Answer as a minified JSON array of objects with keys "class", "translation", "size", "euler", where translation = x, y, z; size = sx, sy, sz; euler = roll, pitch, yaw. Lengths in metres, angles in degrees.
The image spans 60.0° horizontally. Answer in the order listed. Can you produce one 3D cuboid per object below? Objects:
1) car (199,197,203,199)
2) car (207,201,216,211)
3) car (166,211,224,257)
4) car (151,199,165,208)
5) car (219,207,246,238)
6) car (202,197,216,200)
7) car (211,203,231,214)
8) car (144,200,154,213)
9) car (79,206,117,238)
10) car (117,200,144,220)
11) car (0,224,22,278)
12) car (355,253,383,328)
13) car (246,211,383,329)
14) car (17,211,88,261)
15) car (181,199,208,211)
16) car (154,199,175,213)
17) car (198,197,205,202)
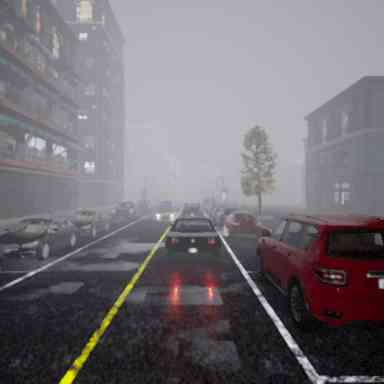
[{"class":"car","translation":[2.653,1.618,51.242],"size":[2.192,1.841,5.009],"euler":[0,0,0]},{"class":"car","translation":[2.670,1.714,29.082],"size":[2.008,1.369,4.403],"euler":[0,0,0]},{"class":"car","translation":[0.054,1.670,13.334],"size":[1.895,1.301,4.718],"euler":[0,0,0]},{"class":"car","translation":[-5.732,1.862,56.605],"size":[1.752,1.417,4.829],"euler":[0,0,0]},{"class":"car","translation":[2.679,1.677,18.005],"size":[1.802,1.307,4.206],"euler":[0,0,0]},{"class":"car","translation":[2.657,1.794,45.871],"size":[1.752,1.417,4.829],"euler":[0,0,0]},{"class":"car","translation":[2.674,1.694,23.544],"size":[1.947,1.339,4.313],"euler":[0,0,0]},{"class":"car","translation":[-5.719,1.673,40.156],"size":[1.967,1.590,4.097],"euler":[0,0,0]},{"class":"car","translation":[-5.702,1.646,17.998],"size":[2.008,1.369,4.403],"euler":[0,0,0]},{"class":"car","translation":[-5.711,1.603,29.077],"size":[1.967,1.590,4.097],"euler":[0,0,0]},{"class":"car","translation":[-5.693,1.601,6.922],"size":[1.947,1.339,4.313],"euler":[0,0,0]},{"class":"car","translation":[2.692,1.448,1.389],"size":[1.967,1.590,4.097],"euler":[0,0,0]},{"class":"car","translation":[2.688,1.350,6.930],"size":[2.192,1.841,5.009],"euler":[0,0,0]},{"class":"car","translation":[-5.697,1.615,12.460],"size":[2.008,1.369,4.403],"euler":[0,0,0]},{"class":"car","translation":[0.051,1.660,29.784],"size":[2.128,1.511,4.902],"euler":[0,0,0]},{"class":"car","translation":[-3.127,1.712,40.327],"size":[1.882,1.535,5.008],"euler":[0,0,0]},{"class":"car","translation":[2.620,2.158,94.730],"size":[2.008,1.369,4.403],"euler":[0,0,0]}]
